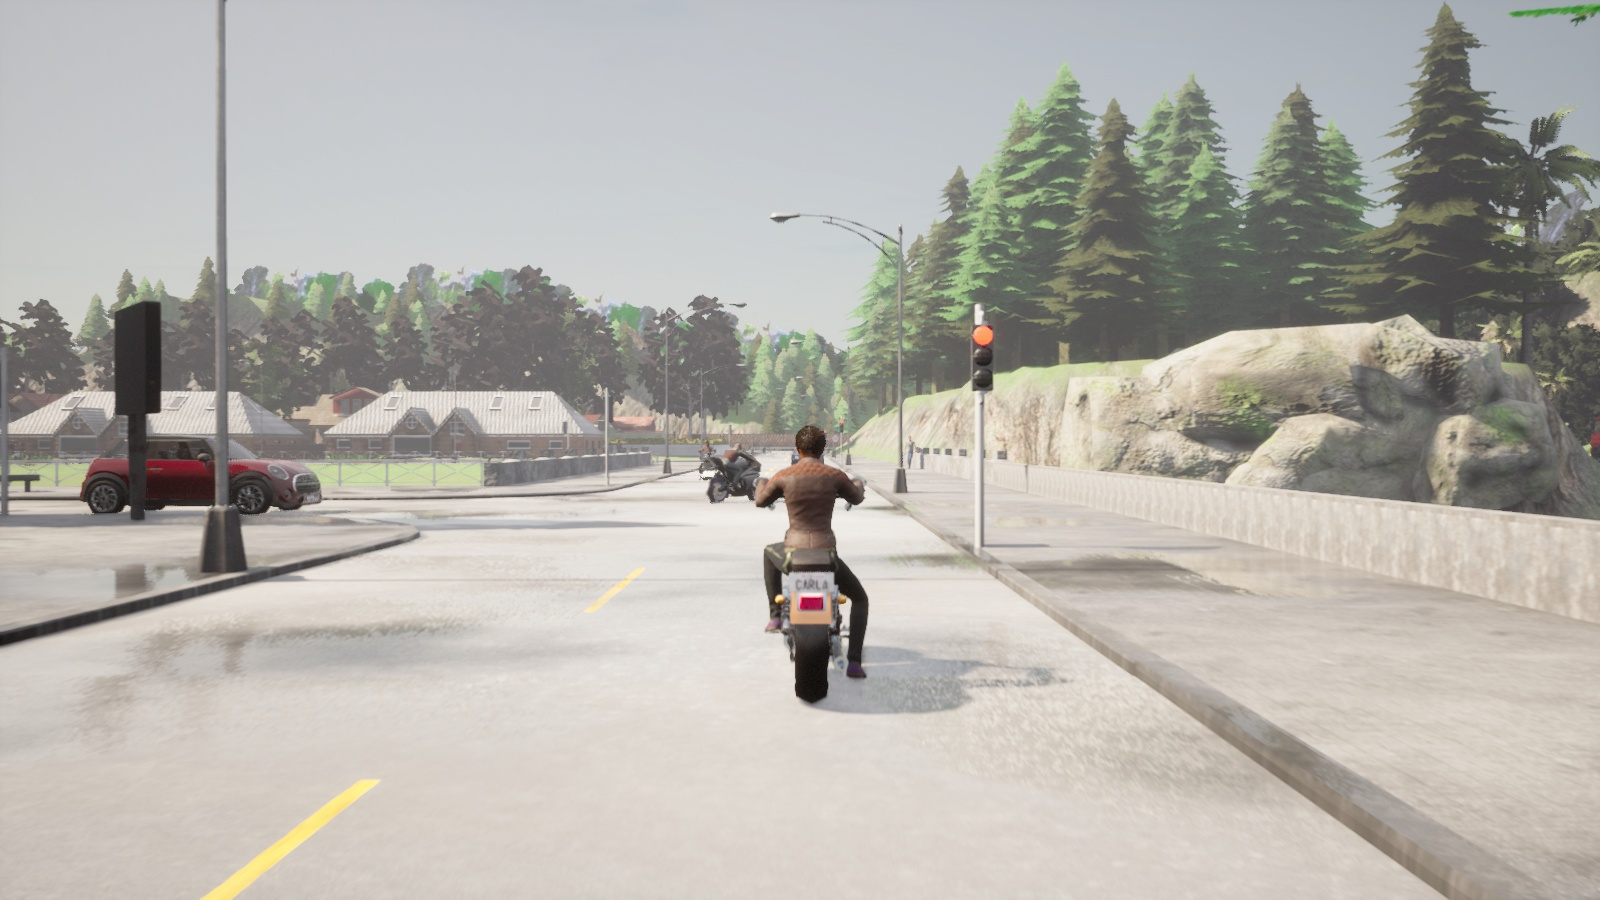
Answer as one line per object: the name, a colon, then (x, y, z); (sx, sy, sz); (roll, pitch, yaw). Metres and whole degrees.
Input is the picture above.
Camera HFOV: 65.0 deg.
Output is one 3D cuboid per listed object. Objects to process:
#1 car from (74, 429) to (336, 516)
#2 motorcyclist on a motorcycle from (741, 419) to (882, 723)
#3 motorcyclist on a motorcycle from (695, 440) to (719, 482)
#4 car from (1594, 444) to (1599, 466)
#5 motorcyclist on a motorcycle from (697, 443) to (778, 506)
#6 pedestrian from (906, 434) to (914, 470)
car: (-12.505, 0.444, 26.603); (4.553, 1.767, 2.097); (0, 0, 1)
motorcyclist on a motorcycle: (0.065, 0.652, 7.983); (0.766, 1.649, 2.350); (0, 0, 0)
motorcyclist on a motorcycle: (-3.696, 0.411, 49.895); (0.766, 1.649, 2.350); (0, 0, 0)
car: (53.976, 0.338, 82.101); (1.845, 1.501, 3.633); (0, 0, 0)
motorcyclist on a motorcycle: (-1.574, 0.600, 31.838); (0.866, 1.530, 2.191); (-1, 0, 35)
pedestrian: (5.701, 0.092, 65.109); (0.354, 1.836, 0.706); (0, 0, 1)
